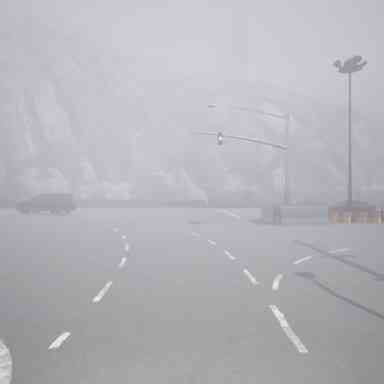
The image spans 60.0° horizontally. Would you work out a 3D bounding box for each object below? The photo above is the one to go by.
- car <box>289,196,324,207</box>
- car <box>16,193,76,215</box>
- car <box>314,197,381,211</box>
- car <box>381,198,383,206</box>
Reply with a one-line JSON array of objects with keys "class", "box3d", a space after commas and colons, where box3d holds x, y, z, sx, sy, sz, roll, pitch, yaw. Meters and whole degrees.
[{"class": "car", "box3d": [14.294, 1.267, 41.011, 4.553, 1.767, 2.097, 0, 0, -3]}, {"class": "car", "box3d": [-14.209, 1.144, 32.485, 5.566, 2.045, 2.150, 0, -2, 9]}, {"class": "car", "box3d": [14.209, 1.442, 30.503, 4.892, 1.490, 1.837, 0, 0, -3]}, {"class": "car", "box3d": [24.662, 1.409, 41.544, 4.902, 1.511, 2.128, 0, 0, -3]}]
